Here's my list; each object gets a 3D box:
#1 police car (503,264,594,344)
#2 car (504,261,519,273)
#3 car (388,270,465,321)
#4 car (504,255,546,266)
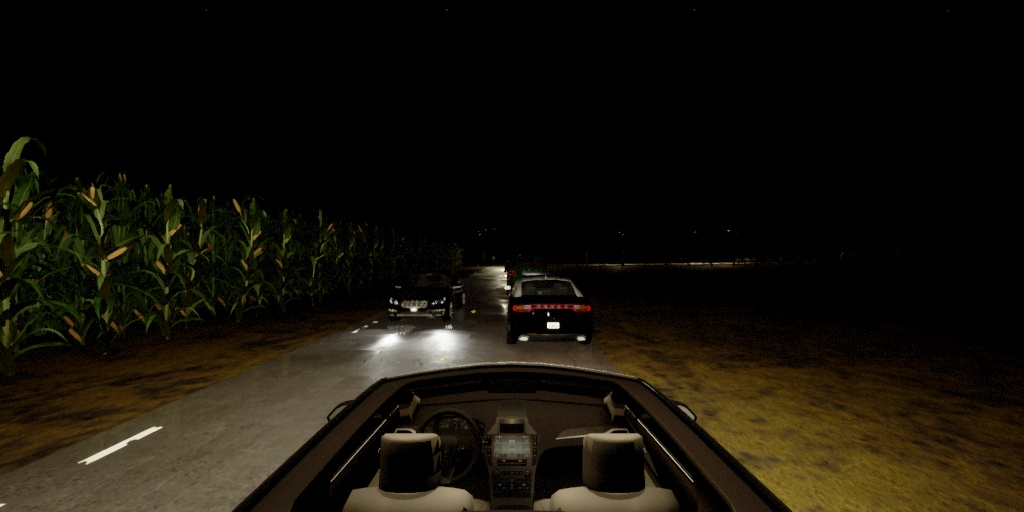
[{"bbox_3d":[0.817,1.179,9.709,1.930,1.638,5.238,0,0,0],"label":"police car"},{"bbox_3d":[-0.021,1.397,46.783,1.812,1.442,4.674,0,0,0],"label":"car"},{"bbox_3d":[-2.759,1.261,12.496,1.837,1.490,4.892,0,0,0],"label":"car"},{"bbox_3d":[0.807,0.995,19.631,2.150,2.045,5.566,0,0,0],"label":"car"}]
